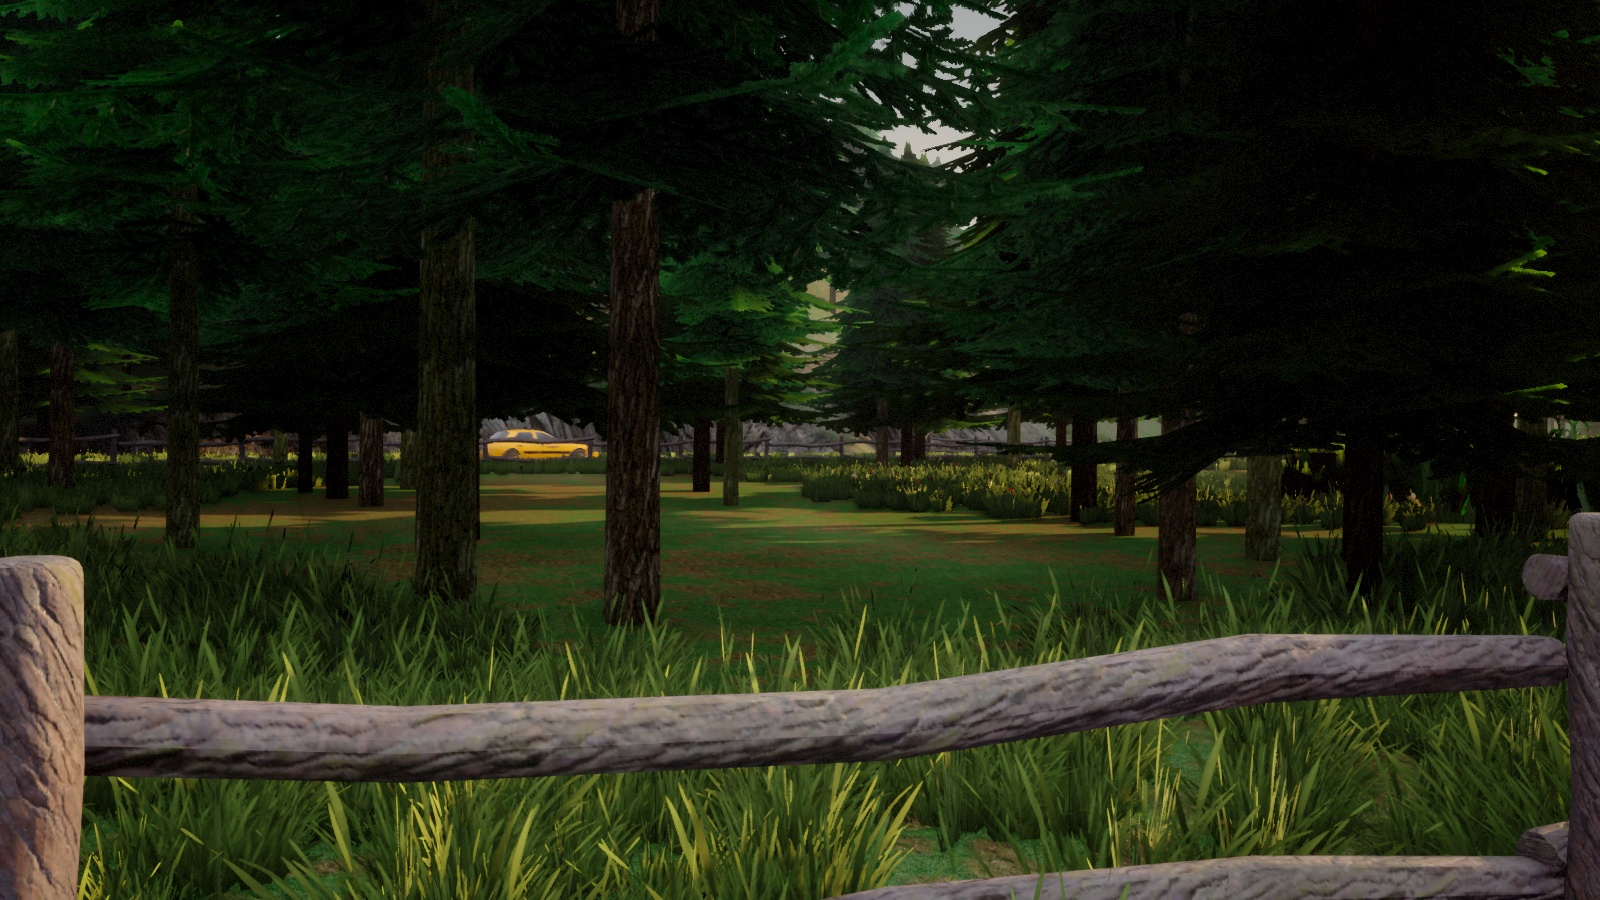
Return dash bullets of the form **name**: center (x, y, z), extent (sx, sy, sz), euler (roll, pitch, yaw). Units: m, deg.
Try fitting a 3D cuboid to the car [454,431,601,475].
- **car**: center (-10.542, 0.082, 48.912), extent (5.366, 1.575, 1.801), euler (-1, 1, -40)
